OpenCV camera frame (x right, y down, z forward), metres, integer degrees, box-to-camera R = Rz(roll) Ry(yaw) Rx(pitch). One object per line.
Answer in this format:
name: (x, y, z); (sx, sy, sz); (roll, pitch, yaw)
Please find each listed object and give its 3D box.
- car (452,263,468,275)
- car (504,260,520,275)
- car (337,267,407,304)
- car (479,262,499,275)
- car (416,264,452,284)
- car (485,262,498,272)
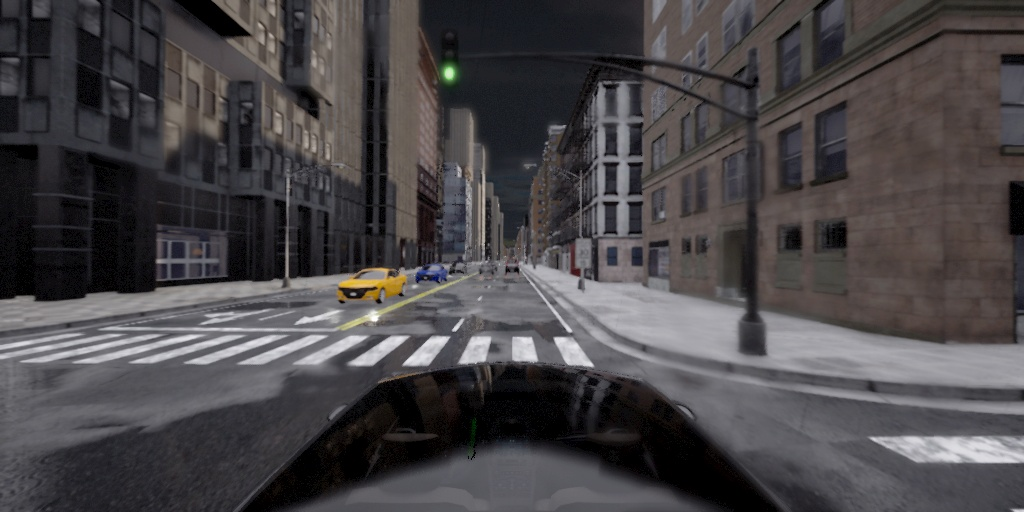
car: (-6.542, 1.566, 44.055); (1.837, 1.490, 4.892); (0, -1, 0)
car: (0.023, 1.600, 46.447); (1.882, 1.535, 5.008); (0, 0, 0)
car: (-6.583, 1.334, 17.393); (1.882, 1.535, 5.008); (0, 0, 0)
car: (-3.228, 1.592, 46.448); (2.128, 1.511, 4.902); (0, 0, 0)
car: (-6.579, 1.428, 29.825); (1.882, 1.535, 5.008); (0, -1, 0)
car: (-3.224, 1.686, 56.871); (1.837, 1.490, 4.892); (0, 0, 0)
